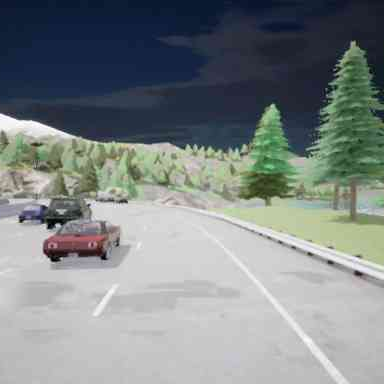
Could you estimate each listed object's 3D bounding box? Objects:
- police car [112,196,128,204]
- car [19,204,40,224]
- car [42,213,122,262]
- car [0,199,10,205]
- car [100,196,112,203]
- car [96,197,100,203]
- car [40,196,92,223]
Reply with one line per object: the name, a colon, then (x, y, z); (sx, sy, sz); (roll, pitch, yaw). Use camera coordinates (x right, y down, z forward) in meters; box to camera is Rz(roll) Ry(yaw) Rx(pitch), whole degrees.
police car: (-15.374, 1.790, 72.363); (1.930, 1.638, 5.238); (-1, 0, -26)
car: (-12.704, 1.736, 27.246); (1.812, 1.442, 4.674); (0, 0, -11)
car: (-3.825, 1.676, 12.475); (1.895, 1.301, 4.718); (-1, 0, -4)
car: (-33.674, 1.989, 59.434); (1.837, 1.490, 4.892); (0, 0, -24)
car: (-20.508, 1.797, 82.091); (2.097, 1.767, 4.553); (-1, 0, -30)
car: (-23.955, 2.004, 87.851); (1.837, 1.490, 4.892); (-1, 0, -32)
car: (-8.296, 1.374, 22.778); (2.150, 2.045, 5.566); (0, 0, -9)
